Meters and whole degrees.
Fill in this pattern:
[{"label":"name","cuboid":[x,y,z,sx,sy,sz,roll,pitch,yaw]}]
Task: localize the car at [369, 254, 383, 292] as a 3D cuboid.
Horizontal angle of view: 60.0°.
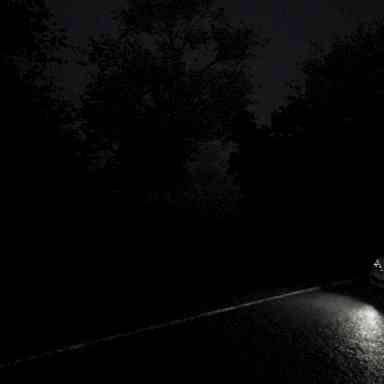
[{"label":"car","cuboid":[6.137,1.569,7.720,4.674,1.442,1.812,0,0,-31]}]
